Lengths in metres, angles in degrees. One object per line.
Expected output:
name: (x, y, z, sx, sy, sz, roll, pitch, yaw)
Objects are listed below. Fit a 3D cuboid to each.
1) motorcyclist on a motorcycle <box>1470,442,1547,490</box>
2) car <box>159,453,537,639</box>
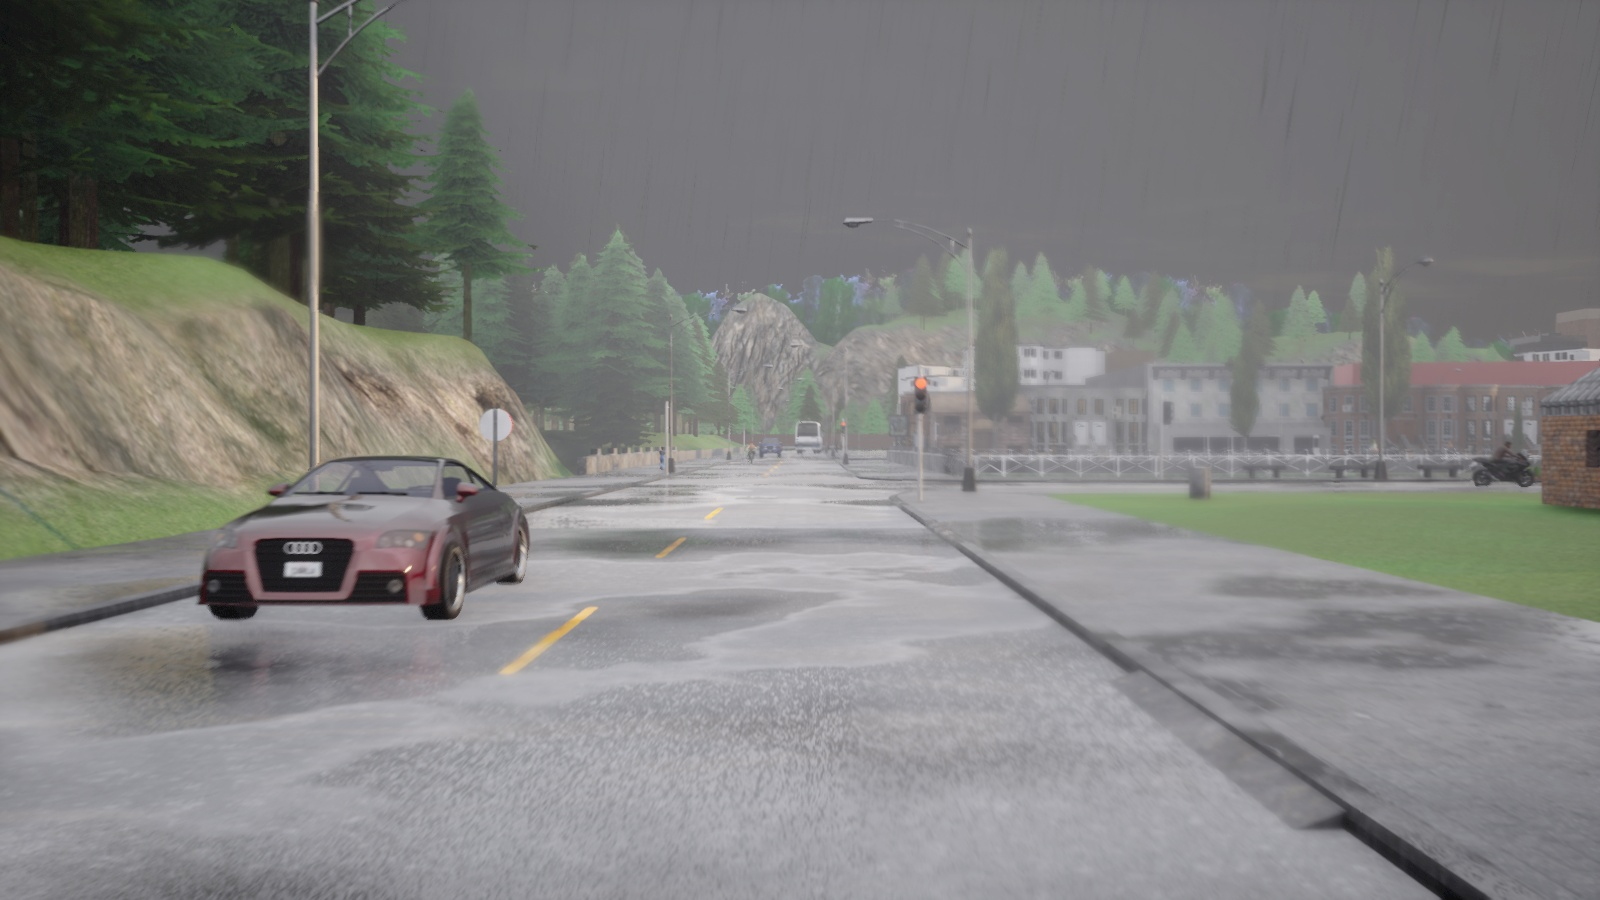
motorcyclist on a motorcycle: (22.760, 0.520, 40.359, 2.044, 1.523, 0.797, 0, 0, 0)
car: (-3.899, 0.741, 11.711, 1.994, 1.385, 4.181, 0, 0, 0)
